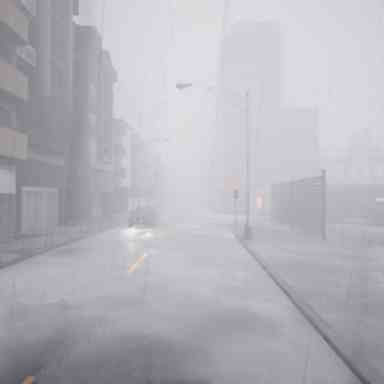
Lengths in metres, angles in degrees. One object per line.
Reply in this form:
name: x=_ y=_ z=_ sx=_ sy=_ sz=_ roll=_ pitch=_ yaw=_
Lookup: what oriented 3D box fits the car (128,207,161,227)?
car: x=-3.487 y=1.845 z=25.025 sx=1.994 sy=1.385 sz=4.181 roll=0 pitch=-1 yaw=1
